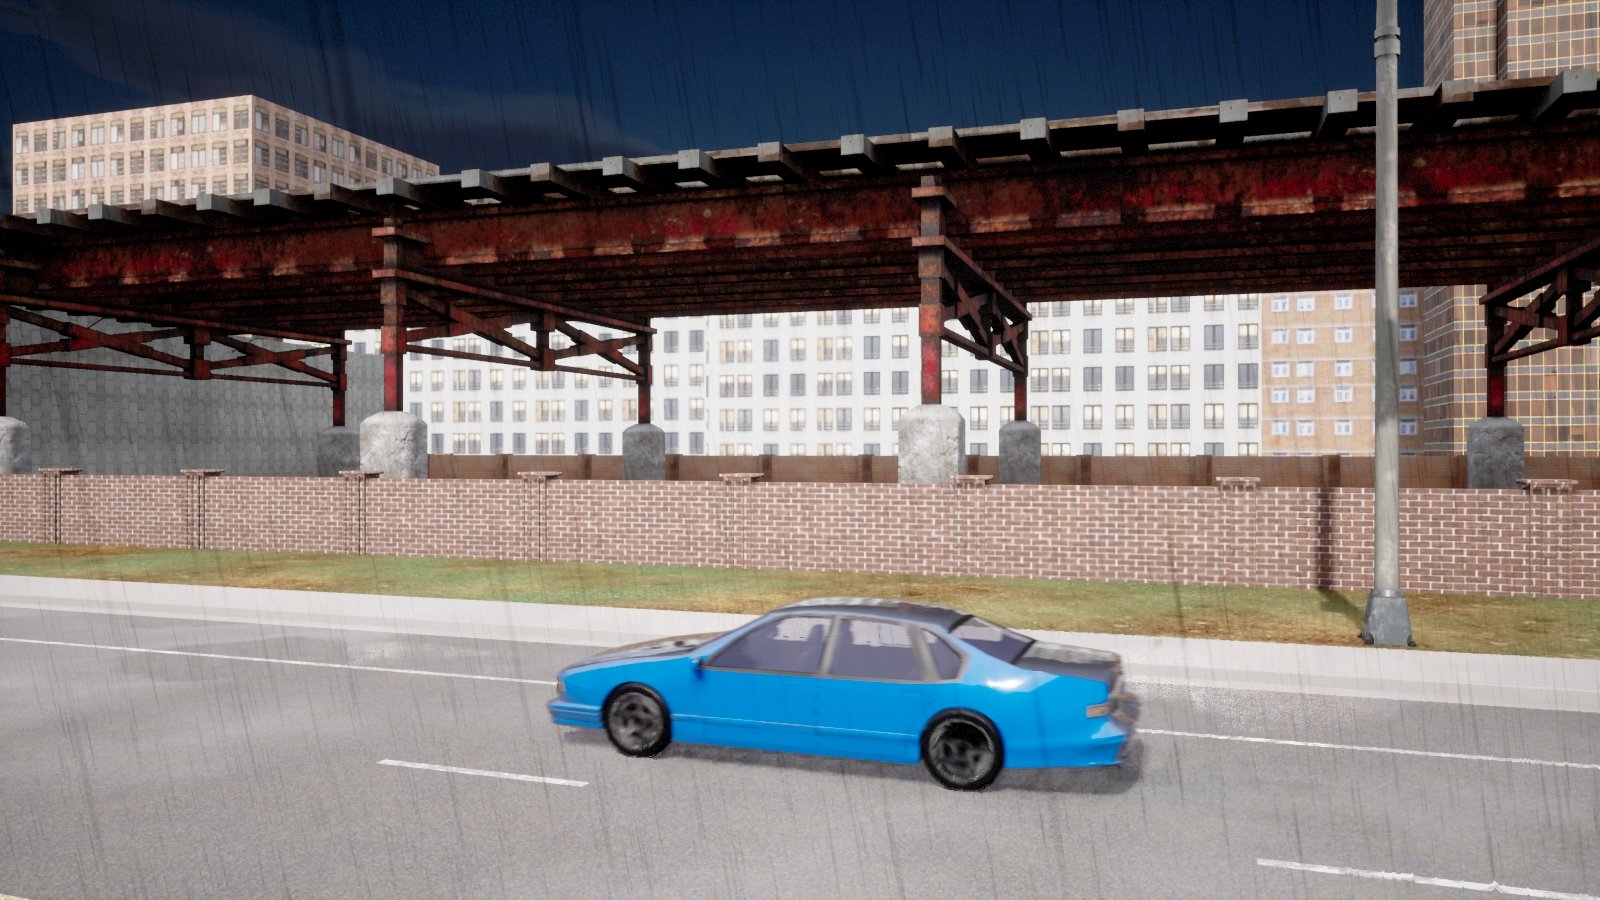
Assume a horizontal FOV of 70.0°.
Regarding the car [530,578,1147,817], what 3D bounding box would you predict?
[{"bbox_3d":[0.370,2.106,10.610,5.357,1.411,2.033,0,0,20],"label":"car"}]
